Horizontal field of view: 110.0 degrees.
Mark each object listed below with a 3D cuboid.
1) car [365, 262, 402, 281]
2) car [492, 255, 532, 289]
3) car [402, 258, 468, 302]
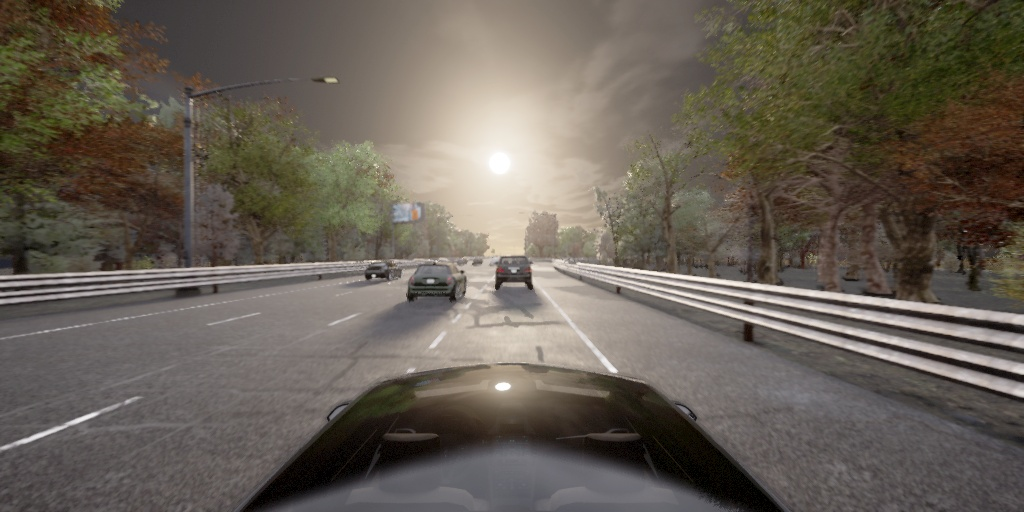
[{"bbox_3d":[-10.392,1.210,29.389,1.837,1.490,4.892,0,0,0],"label":"car"},{"bbox_3d":[0.107,0.936,22.843,2.150,2.045,5.566,0,0,0],"label":"car"},{"bbox_3d":[-3.394,1.076,17.070,2.097,1.767,4.553,0,0,0],"label":"car"}]
